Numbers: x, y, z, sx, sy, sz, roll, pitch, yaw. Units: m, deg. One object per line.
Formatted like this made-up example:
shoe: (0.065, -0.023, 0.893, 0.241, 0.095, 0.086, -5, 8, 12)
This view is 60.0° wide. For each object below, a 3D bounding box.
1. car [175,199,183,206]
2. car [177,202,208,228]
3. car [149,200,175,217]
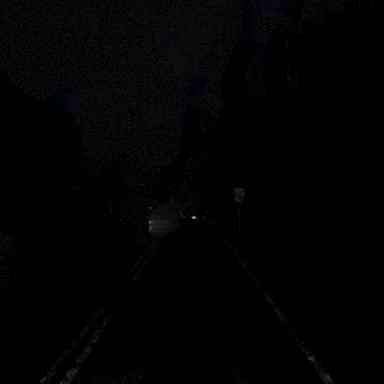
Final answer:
car: (-3.001, 2.457, 76.597, 1.882, 1.535, 5.008, 0, -1, 0)
car: (0.130, 1.693, 23.507, 2.033, 1.411, 5.357, 0, -1, 0)
car: (-3.279, 1.659, 34.962, 2.097, 1.767, 4.553, 0, -1, 0)
